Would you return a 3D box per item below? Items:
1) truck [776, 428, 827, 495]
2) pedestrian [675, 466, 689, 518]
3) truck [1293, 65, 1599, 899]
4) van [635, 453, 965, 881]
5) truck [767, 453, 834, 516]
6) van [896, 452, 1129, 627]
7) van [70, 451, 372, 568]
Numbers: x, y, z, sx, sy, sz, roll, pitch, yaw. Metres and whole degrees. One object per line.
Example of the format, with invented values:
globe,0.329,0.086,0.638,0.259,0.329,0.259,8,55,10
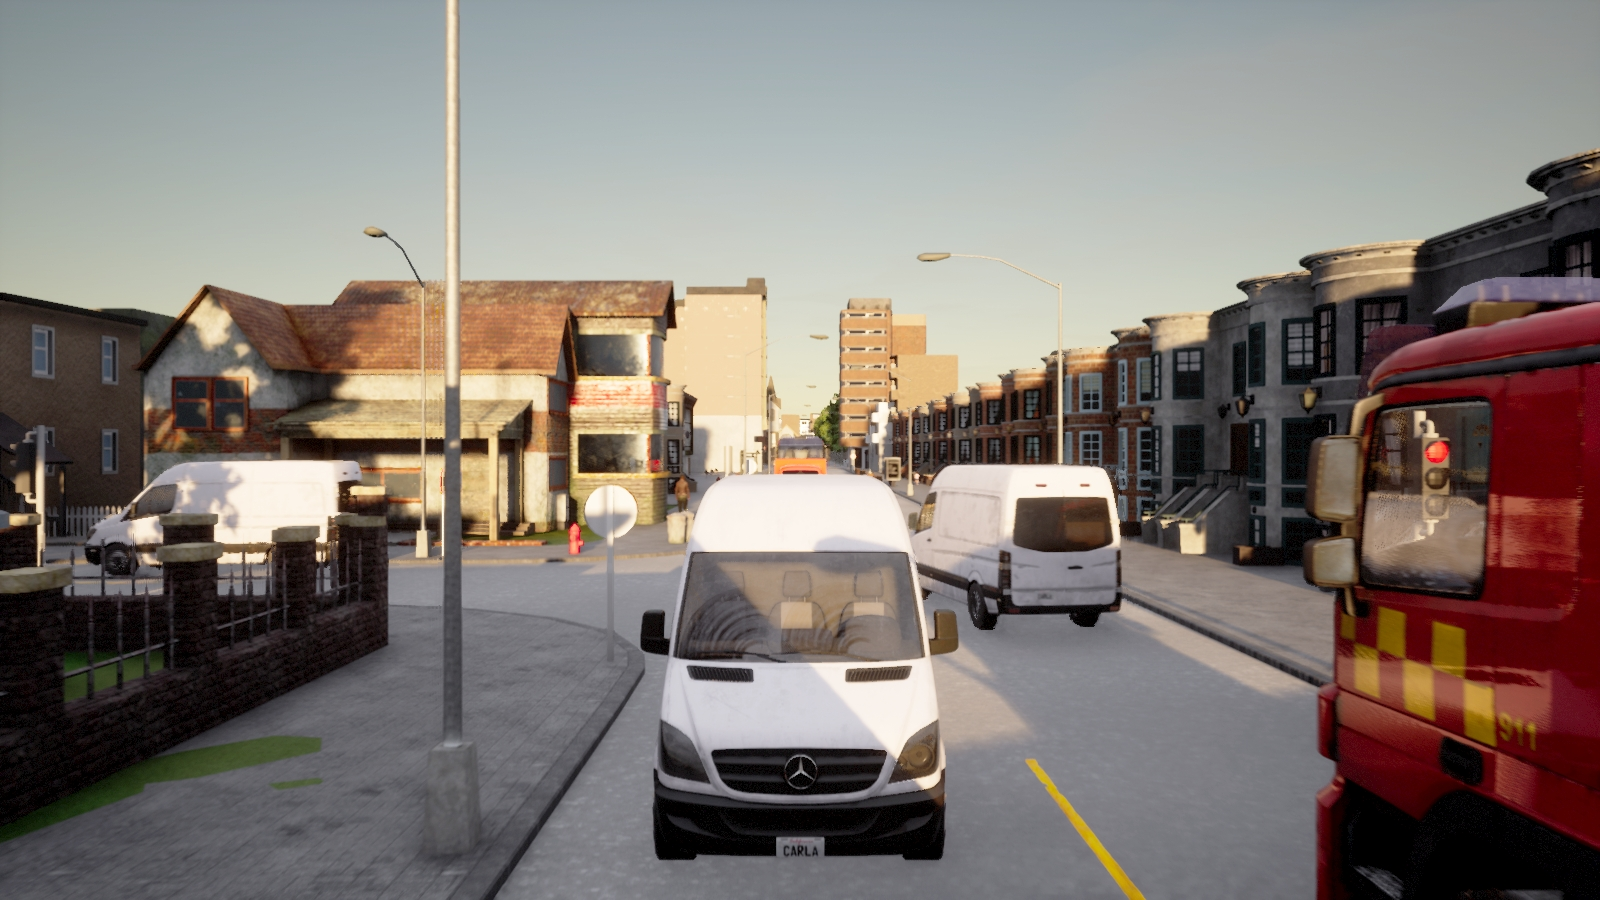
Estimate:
truck,0.037,0.668,69.027,2.891,3.827,8.468,0,0,0
pedestrian,-4.266,1.526,41.354,0.375,1.860,0.375,0,0,15
truck,4.048,0.671,1.730,2.891,3.827,8.468,0,0,0
van,0.002,1.314,9.840,1.988,2.561,5.915,0,0,0
truck,0.015,1.350,47.021,2.627,2.467,5.204,0,0,0
van,3.408,1.314,19.788,1.988,2.561,5.915,0,0,-10
van,-13.127,1.314,26.181,5.915,2.561,1.988,0,0,0
